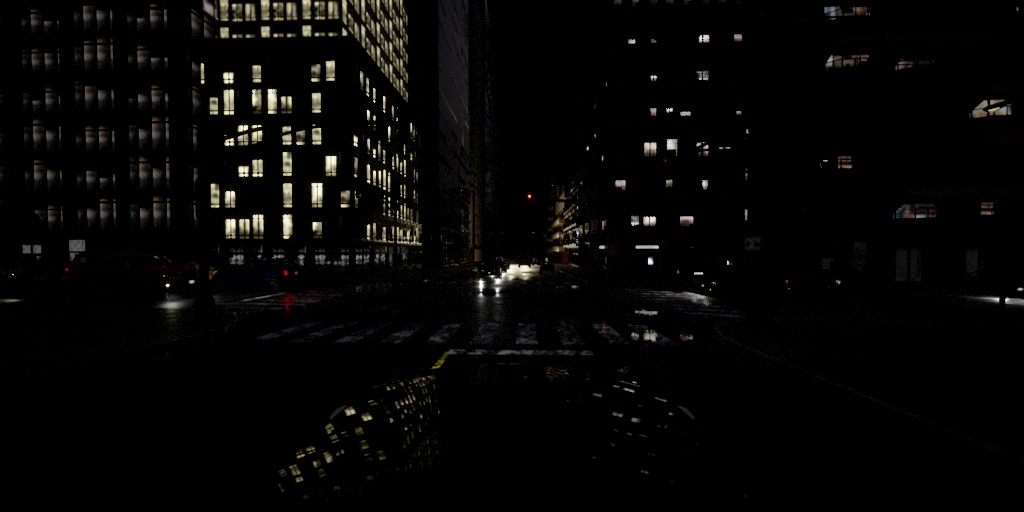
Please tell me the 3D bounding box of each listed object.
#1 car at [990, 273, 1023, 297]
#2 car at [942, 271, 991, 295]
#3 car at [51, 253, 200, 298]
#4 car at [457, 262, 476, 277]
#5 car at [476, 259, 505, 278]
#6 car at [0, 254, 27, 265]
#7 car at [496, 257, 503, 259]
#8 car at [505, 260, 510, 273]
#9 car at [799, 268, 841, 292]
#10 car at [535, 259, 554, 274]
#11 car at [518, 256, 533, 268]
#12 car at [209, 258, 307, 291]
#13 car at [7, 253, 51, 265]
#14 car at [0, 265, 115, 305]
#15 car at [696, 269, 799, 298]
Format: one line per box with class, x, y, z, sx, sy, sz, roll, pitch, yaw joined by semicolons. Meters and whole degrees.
car;28.096;1.548;18.310;4.181;1.385;1.994;1;1;3
car;28.031;1.487;20.918;4.507;1.381;1.888;0;0;3
car;-18.149;0.862;17.361;5.566;2.045;2.150;1;1;3
car;-4.500;1.305;36.859;1.751;1.417;4.829;0;0;2
car;-1.979;1.283;34.756;1.837;1.490;4.892;0;0;2
car;-27.858;0.907;17.837;4.553;1.767;2.097;1;1;3
car;-1.278;1.288;54.637;2.128;1.511;4.902;0;0;2
car;-1.629;1.351;44.653;1.994;1.385;4.181;0;0;2
car;16.978;1.400;21.457;4.403;1.370;2.007;0;0;3
car;4.078;1.336;42.388;2.007;1.370;4.403;0;0;2
car;2.218;1.026;63.502;2.150;2.045;5.566;0;0;2
car;-14.308;0.972;20.381;4.553;1.767;2.097;0;1;3
car;-32.890;0.733;23.893;5.009;1.841;2.192;0;0;3
car;-19.867;1.216;14.897;4.403;1.370;2.007;0;0;3
car;12.169;1.414;19.035;4.181;1.385;1.994;0;1;2
